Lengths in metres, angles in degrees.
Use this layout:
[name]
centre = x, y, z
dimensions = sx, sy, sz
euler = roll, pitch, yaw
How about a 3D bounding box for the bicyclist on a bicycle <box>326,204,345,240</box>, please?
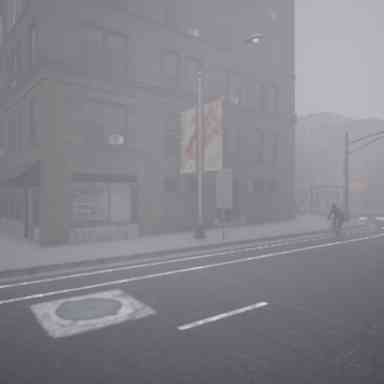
[bicyclist on a bicycle]
centre = 6.628, 1.373, 15.316
dimensions = 1.656, 1.620, 0.582
euler = -1, 0, -37
